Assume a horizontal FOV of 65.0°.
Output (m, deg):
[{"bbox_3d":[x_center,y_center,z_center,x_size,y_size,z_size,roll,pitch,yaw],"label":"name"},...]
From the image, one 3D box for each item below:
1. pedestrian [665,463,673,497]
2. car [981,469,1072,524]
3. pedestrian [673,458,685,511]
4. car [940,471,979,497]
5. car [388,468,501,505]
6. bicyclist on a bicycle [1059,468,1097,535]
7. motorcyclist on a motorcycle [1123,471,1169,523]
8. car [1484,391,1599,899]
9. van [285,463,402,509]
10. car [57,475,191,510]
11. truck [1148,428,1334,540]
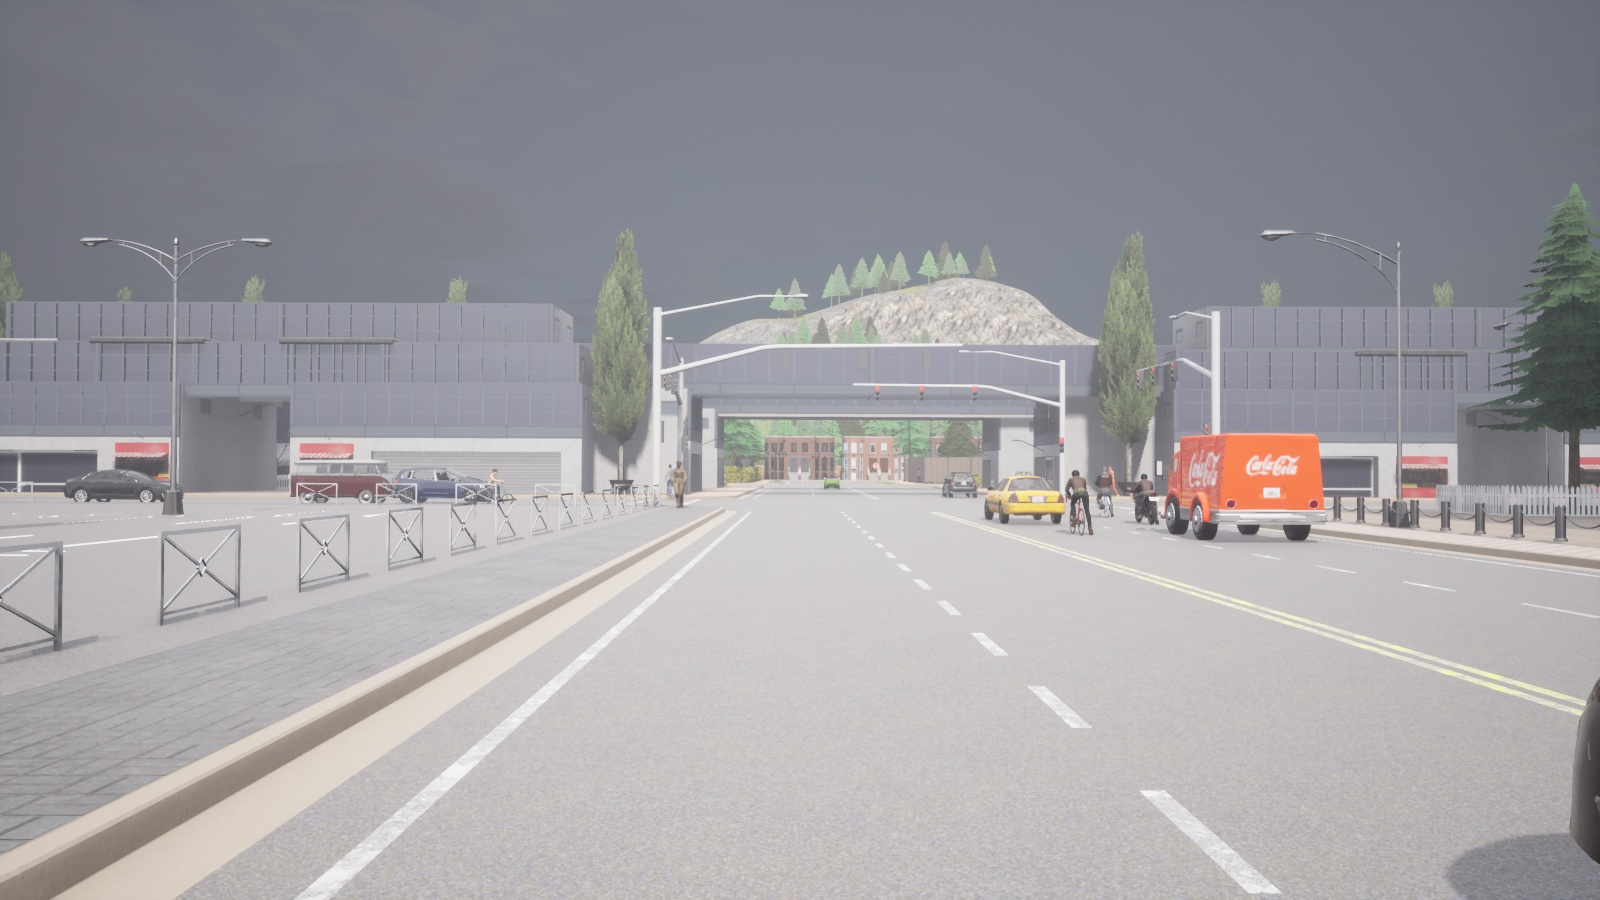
[{"bbox_3d":[-7.137,1.649,68.516,0.354,1.836,0.706,0,-1,-14],"label":"pedestrian"},{"bbox_3d":[6.909,1.376,38.809,1.801,1.575,5.366,0,-1,0],"label":"car"},{"bbox_3d":[-4.473,1.270,46.508,0.396,1.930,0.692,0,-1,-1],"label":"pedestrian"},{"bbox_3d":[9.636,2.027,75.983,1.789,1.549,3.705,0,-1,-1],"label":"car"},{"bbox_3d":[-16.446,1.701,58.287,4.611,1.667,2.242,0,-1,1],"label":"car"},{"bbox_3d":[6.926,1.265,31.345,0.582,1.620,1.656,0,-1,0],"label":"bicyclist on a bicycle"},{"bbox_3d":[10.410,1.389,37.836,0.797,1.523,2.044,0,-1,0],"label":"motorcyclist on a motorcycle"},{"bbox_3d":[3.494,0.611,1.896,2.152,1.651,5.027,0,-1,0],"label":"car"},{"bbox_3d":[-19.907,1.566,54.868,4.442,1.987,1.775,0,-1,1],"label":"van"},{"bbox_3d":[-29.634,1.861,55.121,4.892,1.490,1.837,0,-1,2],"label":"car"},{"bbox_3d":[10.424,0.793,30.231,2.627,2.467,5.204,0,-1,0],"label":"truck"}]
